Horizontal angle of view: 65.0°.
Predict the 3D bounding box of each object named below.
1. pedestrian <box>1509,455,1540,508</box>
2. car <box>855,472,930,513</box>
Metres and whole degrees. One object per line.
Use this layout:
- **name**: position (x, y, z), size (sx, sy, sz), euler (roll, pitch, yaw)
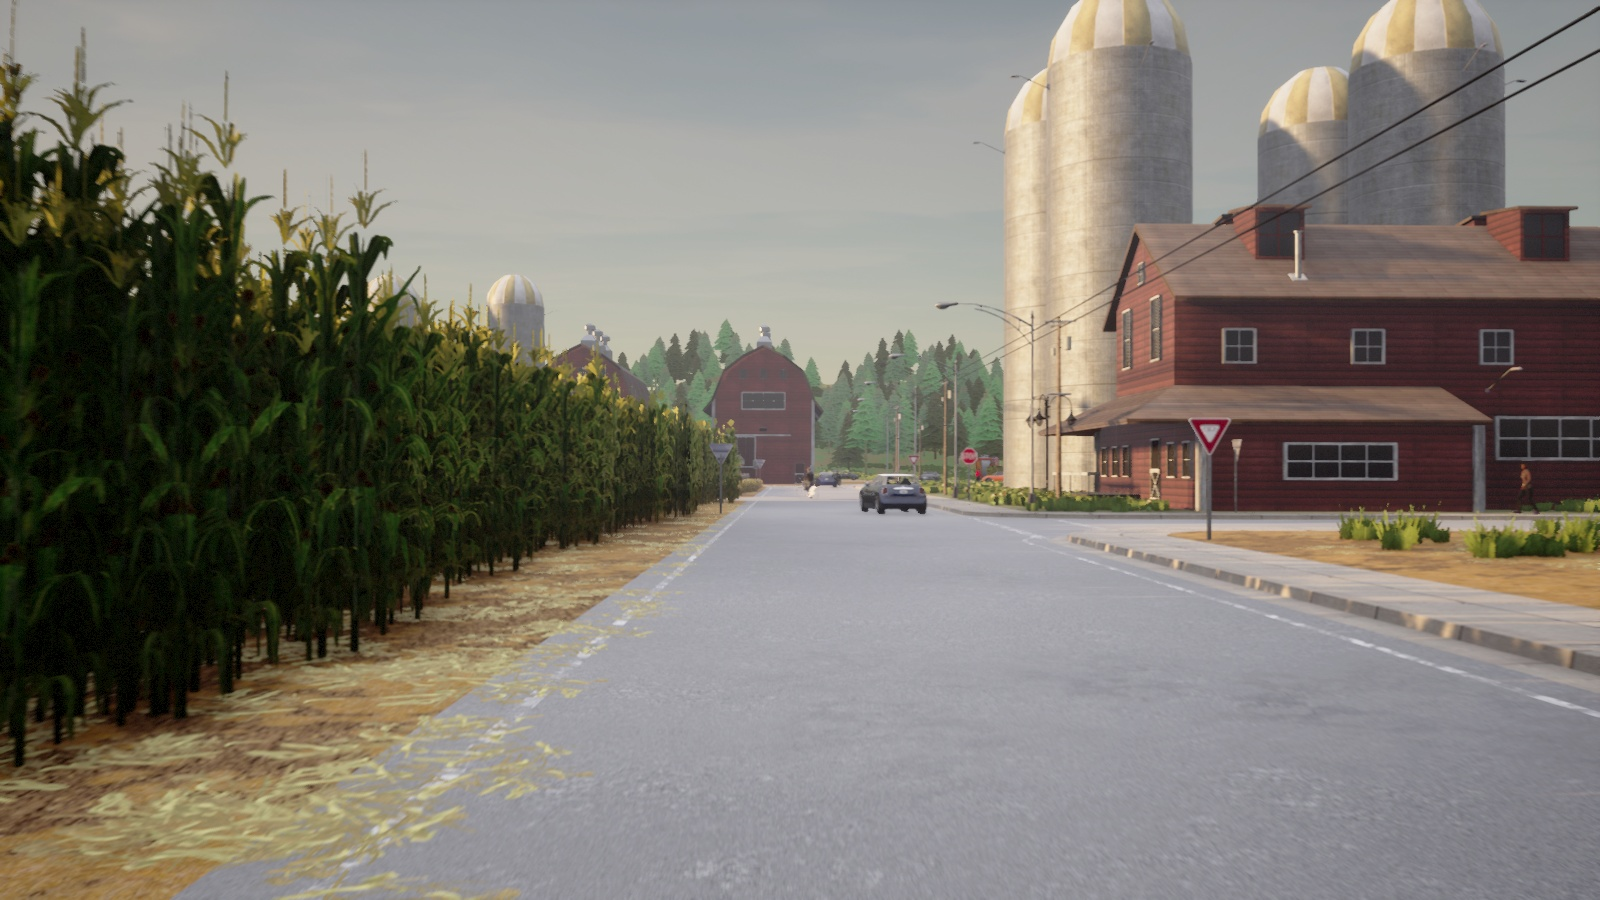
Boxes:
- **pedestrian**: position (24.607, 1.069, 42.645), size (0.869, 1.805, 0.328), euler (0, -1, -2)
- **car**: position (3.459, 1.570, 47.597), size (1.970, 1.475, 3.806), euler (0, -1, -10)
